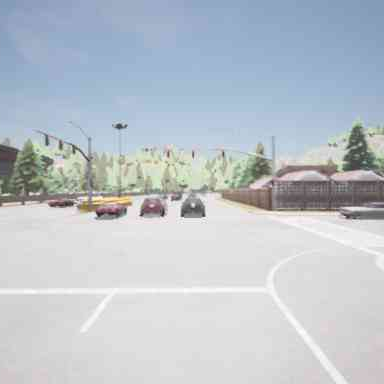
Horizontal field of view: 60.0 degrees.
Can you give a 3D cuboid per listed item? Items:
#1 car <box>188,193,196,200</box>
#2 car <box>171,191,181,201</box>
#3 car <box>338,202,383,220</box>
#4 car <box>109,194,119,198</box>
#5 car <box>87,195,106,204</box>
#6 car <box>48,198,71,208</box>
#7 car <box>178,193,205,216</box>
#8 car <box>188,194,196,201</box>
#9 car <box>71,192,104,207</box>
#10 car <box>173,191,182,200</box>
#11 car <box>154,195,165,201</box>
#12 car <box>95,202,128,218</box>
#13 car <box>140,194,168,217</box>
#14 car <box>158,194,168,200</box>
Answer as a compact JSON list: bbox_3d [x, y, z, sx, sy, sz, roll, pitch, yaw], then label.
[{"bbox_3d":[0.000,1.066,81.355,1.812,1.442,4.674,0,0,0],"label":"car"},{"bbox_3d":[-3.500,1.169,70.935,1.882,1.535,5.008,0,0,0],"label":"car"},{"bbox_3d":[14.115,1.463,26.052,4.718,1.301,1.895,0,0,3],"label":"car"},{"bbox_3d":[-14.032,1.119,61.755,2.097,1.767,4.553,0,0,1],"label":"car"},{"bbox_3d":[-17.512,1.324,61.286,2.033,1.411,5.357,0,0,0],"label":"car"},{"bbox_3d":[-17.580,1.449,44.813,1.895,1.301,4.718,0,0,0],"label":"car"},{"bbox_3d":[0.097,1.225,30.359,2.097,1.767,4.553,0,0,0],"label":"car"},{"bbox_3d":[0.000,1.184,70.935,1.837,1.490,4.892,0,0,0],"label":"car"},{"bbox_3d":[-14.078,1.059,45.572,2.150,2.045,5.566,0,0,1],"label":"car"},{"bbox_3d":[-3.500,0.775,81.383,2.150,2.045,5.566,0,0,0],"label":"car"},{"bbox_3d":[-7.000,1.297,71.382,1.895,1.301,4.718,0,0,0],"label":"car"},{"bbox_3d":[-6.901,1.494,29.061,1.895,1.301,4.718,0,0,0],"label":"car"},{"bbox_3d":[-3.403,1.232,30.372,2.097,1.767,4.553,0,0,0],"label":"car"},{"bbox_3d":[-7.000,1.109,81.355,1.994,1.385,4.181,0,0,0],"label":"car"}]
